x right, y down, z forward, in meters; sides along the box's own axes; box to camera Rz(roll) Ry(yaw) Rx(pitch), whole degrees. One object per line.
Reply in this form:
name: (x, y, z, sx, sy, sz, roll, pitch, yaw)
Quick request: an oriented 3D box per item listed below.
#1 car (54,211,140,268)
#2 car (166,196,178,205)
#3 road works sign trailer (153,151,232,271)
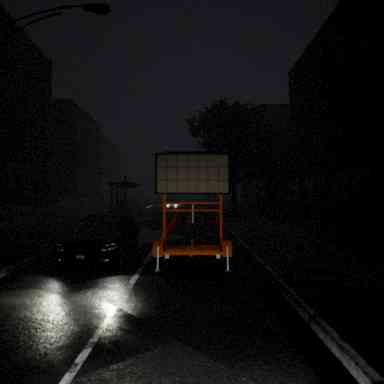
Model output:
car: (-3.012, 1.484, 11.475, 1.882, 1.535, 5.008, 0, 0, 0)
car: (-3.187, 1.268, 52.930, 1.994, 1.385, 4.181, 0, 1, 0)
road works sign trailer: (0.023, 0.470, 10.849, 2.380, 3.560, 2.880, 0, 0, 0)
